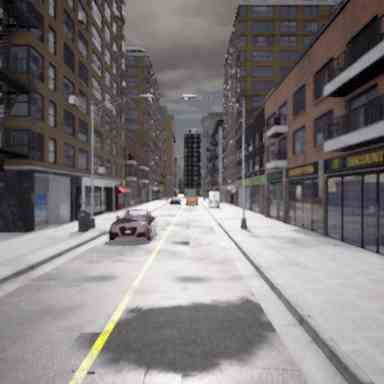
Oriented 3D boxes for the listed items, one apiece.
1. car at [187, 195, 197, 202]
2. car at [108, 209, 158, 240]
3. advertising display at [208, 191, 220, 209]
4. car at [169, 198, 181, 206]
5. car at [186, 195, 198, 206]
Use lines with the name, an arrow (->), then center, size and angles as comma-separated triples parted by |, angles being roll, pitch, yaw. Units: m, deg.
car -> -0.039, 1.435, 70.998 | 2.033, 1.411, 5.357 | 0, 0, 0
car -> -2.858, 1.583, 16.852 | 1.994, 1.385, 4.181 | 0, 0, 0
advertising display -> 2.990, 1.066, 44.601 | 1.540, 2.440, 0.280 | 0, 0, 0
car -> -2.832, 1.643, 57.305 | 1.895, 1.301, 4.718 | 0, 0, 1
car -> 0.006, 1.397, 57.196 | 2.097, 1.767, 4.553 | 0, 0, 0
